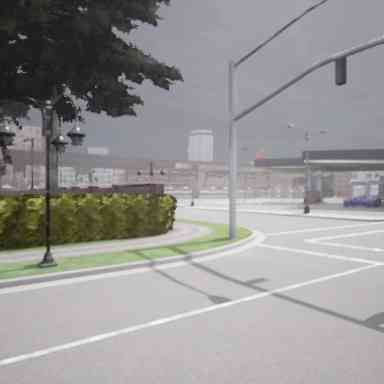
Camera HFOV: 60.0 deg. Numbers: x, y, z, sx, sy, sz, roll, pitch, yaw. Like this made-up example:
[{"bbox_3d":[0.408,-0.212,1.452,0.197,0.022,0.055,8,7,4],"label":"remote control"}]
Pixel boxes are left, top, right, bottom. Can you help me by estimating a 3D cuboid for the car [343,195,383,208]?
[{"bbox_3d":[22.598,1.233,44.338,2.242,1.667,4.611,0,0,-35],"label":"car"}]
